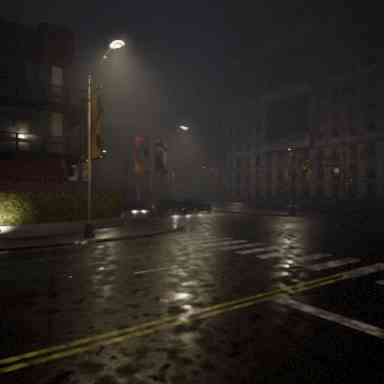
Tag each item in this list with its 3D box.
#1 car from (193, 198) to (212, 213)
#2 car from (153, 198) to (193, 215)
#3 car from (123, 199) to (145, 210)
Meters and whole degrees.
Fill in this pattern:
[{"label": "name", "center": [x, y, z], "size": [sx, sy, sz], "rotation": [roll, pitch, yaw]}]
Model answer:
[{"label": "car", "center": [0.227, 1.464, 37.165], "size": [1.882, 1.535, 5.008], "rotation": [0, 0, -35]}, {"label": "car", "center": [-2.295, 1.493, 34.663], "size": [1.837, 1.490, 4.892], "rotation": [0, 0, -35]}, {"label": "car", "center": [-7.570, 1.552, 42.251], "size": [1.994, 1.385, 4.181], "rotation": [0, 0, -35]}]
